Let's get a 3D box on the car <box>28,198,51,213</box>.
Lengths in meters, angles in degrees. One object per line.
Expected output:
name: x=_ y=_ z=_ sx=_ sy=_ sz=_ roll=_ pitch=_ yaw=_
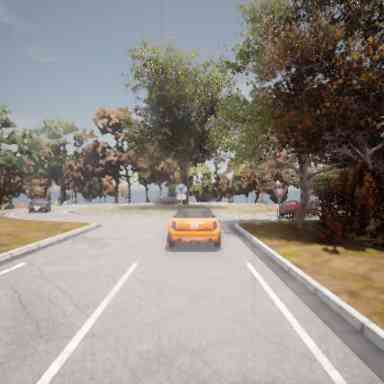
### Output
car: x=-16.350 y=1.444 z=35.737 sx=2.128 sy=1.511 sz=4.902 roll=0 pitch=0 yaw=-18

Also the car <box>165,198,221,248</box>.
car: x=0.097 y=1.332 z=14.822 sx=2.097 sy=1.767 sz=4.553 roll=0 pitch=0 yaw=0

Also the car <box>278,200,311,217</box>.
car: x=9.693 y=1.486 z=30.131 sx=4.674 sy=1.442 sz=1.812 roll=0 pitch=1 yaw=-40

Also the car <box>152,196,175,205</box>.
car: x=-4.160 y=1.472 z=57.425 sx=5.357 sy=1.411 sz=2.033 roll=0 pitch=0 yaw=-8
